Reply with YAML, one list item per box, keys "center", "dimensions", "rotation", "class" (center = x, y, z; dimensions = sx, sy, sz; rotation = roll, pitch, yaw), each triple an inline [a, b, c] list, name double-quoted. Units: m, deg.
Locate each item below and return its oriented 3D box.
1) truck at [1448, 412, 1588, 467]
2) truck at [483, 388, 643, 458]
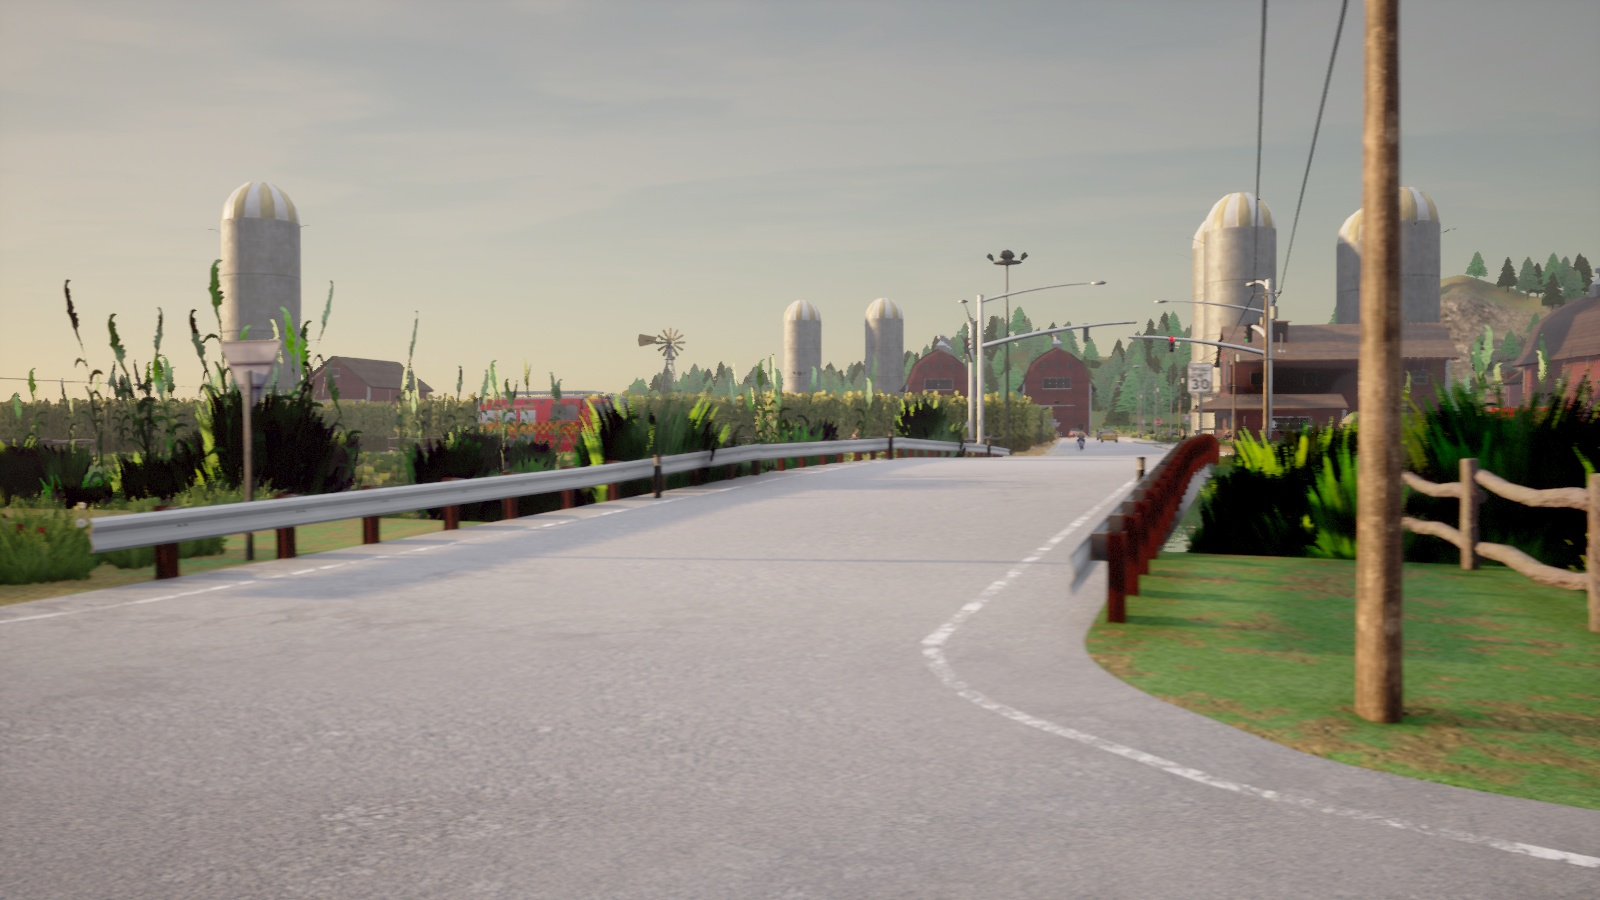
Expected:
- center: [33.717, -0.517, 59.167]
  dimensions: [5.204, 2.467, 2.627]
  rotation: [0, 1, 15]
  class: "truck"
- center: [-13.376, -1.528, 71.002]
  dimensions: [8.468, 3.827, 2.891]
  rotation: [0, 1, 12]
  class: "truck"
